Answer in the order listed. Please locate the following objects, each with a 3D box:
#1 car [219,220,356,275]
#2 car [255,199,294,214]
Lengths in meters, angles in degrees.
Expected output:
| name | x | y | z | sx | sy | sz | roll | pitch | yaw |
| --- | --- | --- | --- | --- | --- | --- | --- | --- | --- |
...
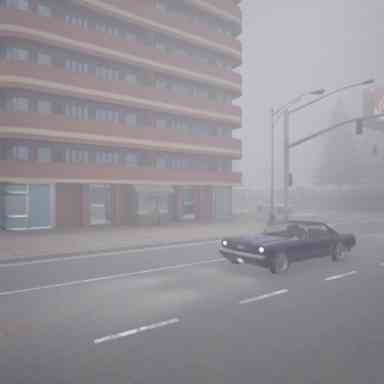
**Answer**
| name | x | y | z | sx | sy | sz | roll | pitch | yaw |
| --- | --- | --- | --- | --- | --- | --- | --- | --- | --- |
| car | 3.136 | 1.601 | 10.587 | 4.718 | 1.301 | 1.895 | 0 | 0 | -36 |
| car | 8.877 | 1.524 | 36.170 | 1.812 | 1.442 | 4.674 | 0 | 0 | -36 |
